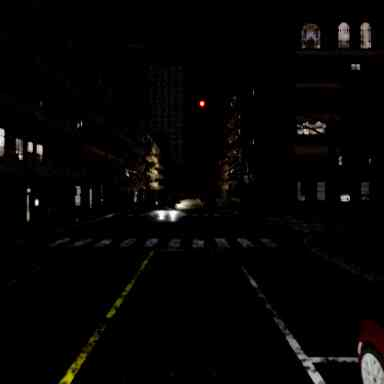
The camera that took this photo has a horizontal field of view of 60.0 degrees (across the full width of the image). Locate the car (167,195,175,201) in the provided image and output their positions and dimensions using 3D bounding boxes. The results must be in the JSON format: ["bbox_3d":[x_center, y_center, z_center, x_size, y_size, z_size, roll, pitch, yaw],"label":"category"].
[{"bbox_3d":[-5.548,1.579,89.669,1.802,1.307,4.206,-1,0,0],"label":"car"}]

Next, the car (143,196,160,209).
[{"bbox_3d":[-5.623,1.534,45.446,2.008,1.369,4.403,0,0,0],"label":"car"}]

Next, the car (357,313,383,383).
[{"bbox_3d":[2.684,1.543,1.955,1.887,1.381,4.507,0,0,0],"label":"car"}]

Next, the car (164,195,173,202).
[{"bbox_3d":[-5.568,1.517,78.443,1.752,1.417,4.829,-1,0,0],"label":"car"}]

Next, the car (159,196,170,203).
[{"bbox_3d":[-5.586,1.569,67.557,1.802,1.307,4.206,-1,0,0],"label":"car"}]

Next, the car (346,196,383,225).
[{"bbox_3d":[12.723,1.252,21.748,5.008,1.535,1.882,-1,0,-2],"label":"car"}]

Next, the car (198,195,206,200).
[{"bbox_3d":[2.841,1.546,95.177,1.887,1.381,4.507,-1,0,0],"label":"car"}]

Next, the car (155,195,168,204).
[{"bbox_3d":[-5.596,1.426,62.029,1.967,1.590,4.097,-1,0,0],"label":"car"}]

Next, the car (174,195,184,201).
[{"bbox_3d":[-2.877,1.339,74.337,1.895,1.301,4.718,0,0,0],"label":"car"}]

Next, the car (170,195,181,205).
[{"bbox_3d":[-2.985,1.490,57.954,1.837,1.490,4.892,0,0,0],"label":"car"}]

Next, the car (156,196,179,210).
[{"bbox_3d":[-3.029,1.583,42.331,1.895,1.301,4.718,0,0,0],"label":"car"}]

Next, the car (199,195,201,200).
[{"bbox_3d":[2.795,1.538,67.537,2.008,1.369,4.403,-1,0,0],"label":"car"}]

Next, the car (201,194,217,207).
[{"bbox_3d":[2.765,1.424,50.954,1.967,1.590,4.097,-1,0,0],"label":"car"}]

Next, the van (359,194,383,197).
[{"bbox_3d":[15.686,1.019,27.504,3.998,1.788,1.690,-1,1,-1],"label":"van"}]

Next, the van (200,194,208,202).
[{"bbox_3d":[2.811,1.332,78.593,1.690,1.788,3.998,-1,0,0],"label":"van"}]

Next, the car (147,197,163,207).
[{"bbox_3d":[-5.614,1.550,50.973,1.947,1.339,4.313,0,0,0],"label":"car"}]
